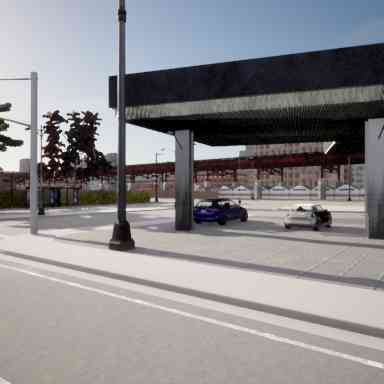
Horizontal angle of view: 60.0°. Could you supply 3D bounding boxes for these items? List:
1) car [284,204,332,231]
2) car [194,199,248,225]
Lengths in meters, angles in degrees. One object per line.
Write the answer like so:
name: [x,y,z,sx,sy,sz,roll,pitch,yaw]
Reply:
car: [7.136,1.456,20.192,1.970,1.475,3.806,0,0,37]
car: [2.057,1.295,22.982,2.242,1.667,4.611,0,0,37]
